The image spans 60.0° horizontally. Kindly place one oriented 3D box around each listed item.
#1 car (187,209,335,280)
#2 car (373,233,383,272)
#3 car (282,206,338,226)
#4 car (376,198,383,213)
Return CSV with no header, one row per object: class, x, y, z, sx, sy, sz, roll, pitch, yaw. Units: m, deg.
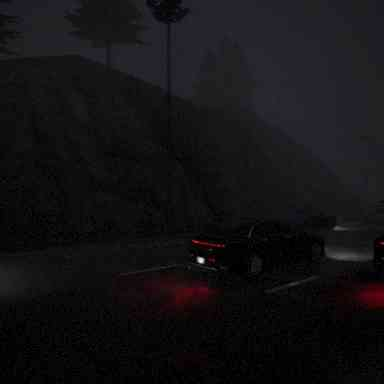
car,2.099,1.470,9.990,4.892,1.490,1.837,0,0,-39
car,6.858,1.441,9.412,4.892,1.490,1.837,0,0,-40
car,5.788,1.472,17.764,5.357,1.411,2.033,0,0,-43
car,19.541,1.307,32.821,1.837,1.490,4.892,0,0,38
